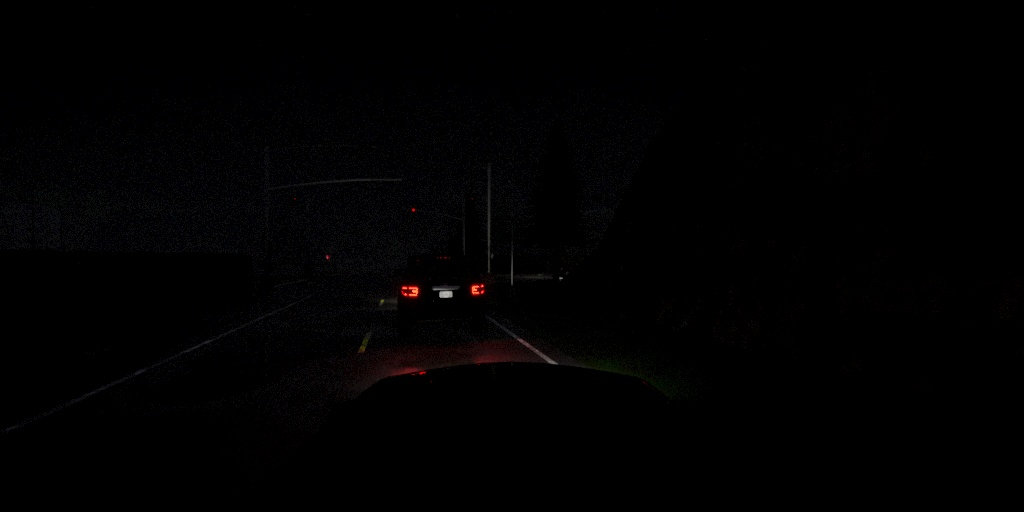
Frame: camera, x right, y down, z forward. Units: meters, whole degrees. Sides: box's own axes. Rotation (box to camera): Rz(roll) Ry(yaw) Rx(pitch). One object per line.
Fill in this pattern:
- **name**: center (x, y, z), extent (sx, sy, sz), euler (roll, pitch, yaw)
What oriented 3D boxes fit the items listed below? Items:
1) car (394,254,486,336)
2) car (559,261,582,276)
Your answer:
- **car**: center (-2.278, 0.971, 10.763), extent (2.150, 2.045, 5.566), euler (0, 0, -17)
- **car**: center (6.498, 1.228, 35.347), extent (5.008, 1.535, 1.882), euler (0, 0, -19)
